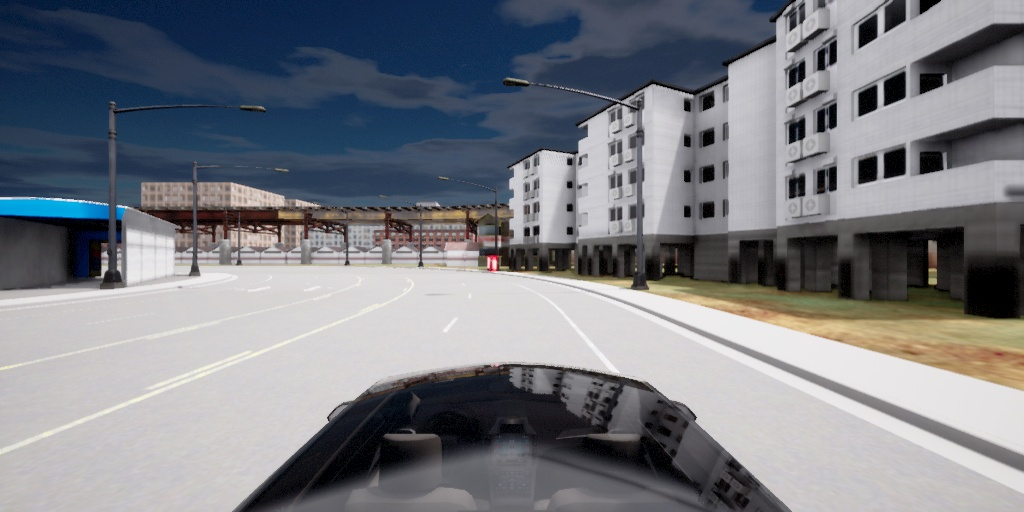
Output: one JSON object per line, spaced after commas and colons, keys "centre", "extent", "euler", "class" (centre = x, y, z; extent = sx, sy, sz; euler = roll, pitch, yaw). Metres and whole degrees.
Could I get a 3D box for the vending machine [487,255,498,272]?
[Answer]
{"centre": [-2.290, 0.927, 42.060], "extent": [1.100, 2.100, 0.880], "euler": [0, 0, -30], "class": "vending machine"}
